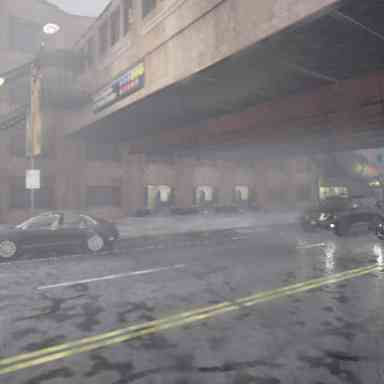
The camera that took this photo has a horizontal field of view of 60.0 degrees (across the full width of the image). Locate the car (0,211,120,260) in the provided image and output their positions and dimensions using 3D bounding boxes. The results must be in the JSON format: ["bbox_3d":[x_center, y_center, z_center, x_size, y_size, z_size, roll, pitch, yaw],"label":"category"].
[{"bbox_3d":[-5.190,1.478,12.456,4.892,1.521,2.231,0,0,-26],"label":"car"}]

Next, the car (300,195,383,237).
[{"bbox_3d":[8.397,1.202,18.455,5.566,2.045,2.150,0,0,-35],"label":"car"}]

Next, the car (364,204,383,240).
[{"bbox_3d":[10.566,1.472,15.706,4.902,1.511,2.128,0,0,-35],"label":"car"}]
